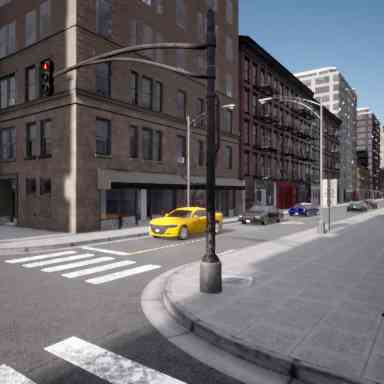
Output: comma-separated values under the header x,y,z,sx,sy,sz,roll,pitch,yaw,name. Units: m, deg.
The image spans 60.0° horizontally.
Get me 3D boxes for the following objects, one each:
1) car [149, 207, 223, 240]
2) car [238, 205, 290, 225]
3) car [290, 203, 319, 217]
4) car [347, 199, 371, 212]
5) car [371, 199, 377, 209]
x,y,z,sx,sy,sz,roll,pitch,yaw,name
-0.198,1.575,17.882,1.882,1.535,5.008,0,0,35,car
5.542,1.704,25.941,2.033,1.411,5.357,0,0,35,car
11.528,1.815,34.321,1.895,1.301,4.718,0,0,36,car
21.575,1.850,43.346,1.994,1.385,4.181,0,0,35,car
27.672,1.844,51.910,1.837,1.490,4.892,0,0,36,car
